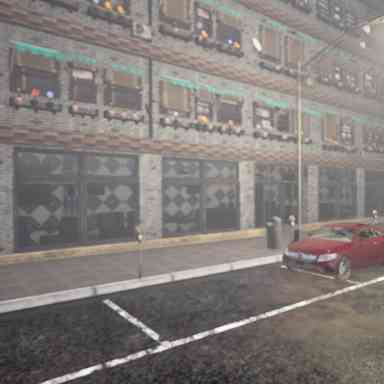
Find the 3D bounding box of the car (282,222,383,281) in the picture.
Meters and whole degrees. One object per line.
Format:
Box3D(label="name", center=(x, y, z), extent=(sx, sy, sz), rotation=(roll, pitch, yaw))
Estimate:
Box3D(label="car", center=(4.478, 1.574, 9.758), extent=(4.206, 1.307, 1.802), rotation=(0, 0, -35))
